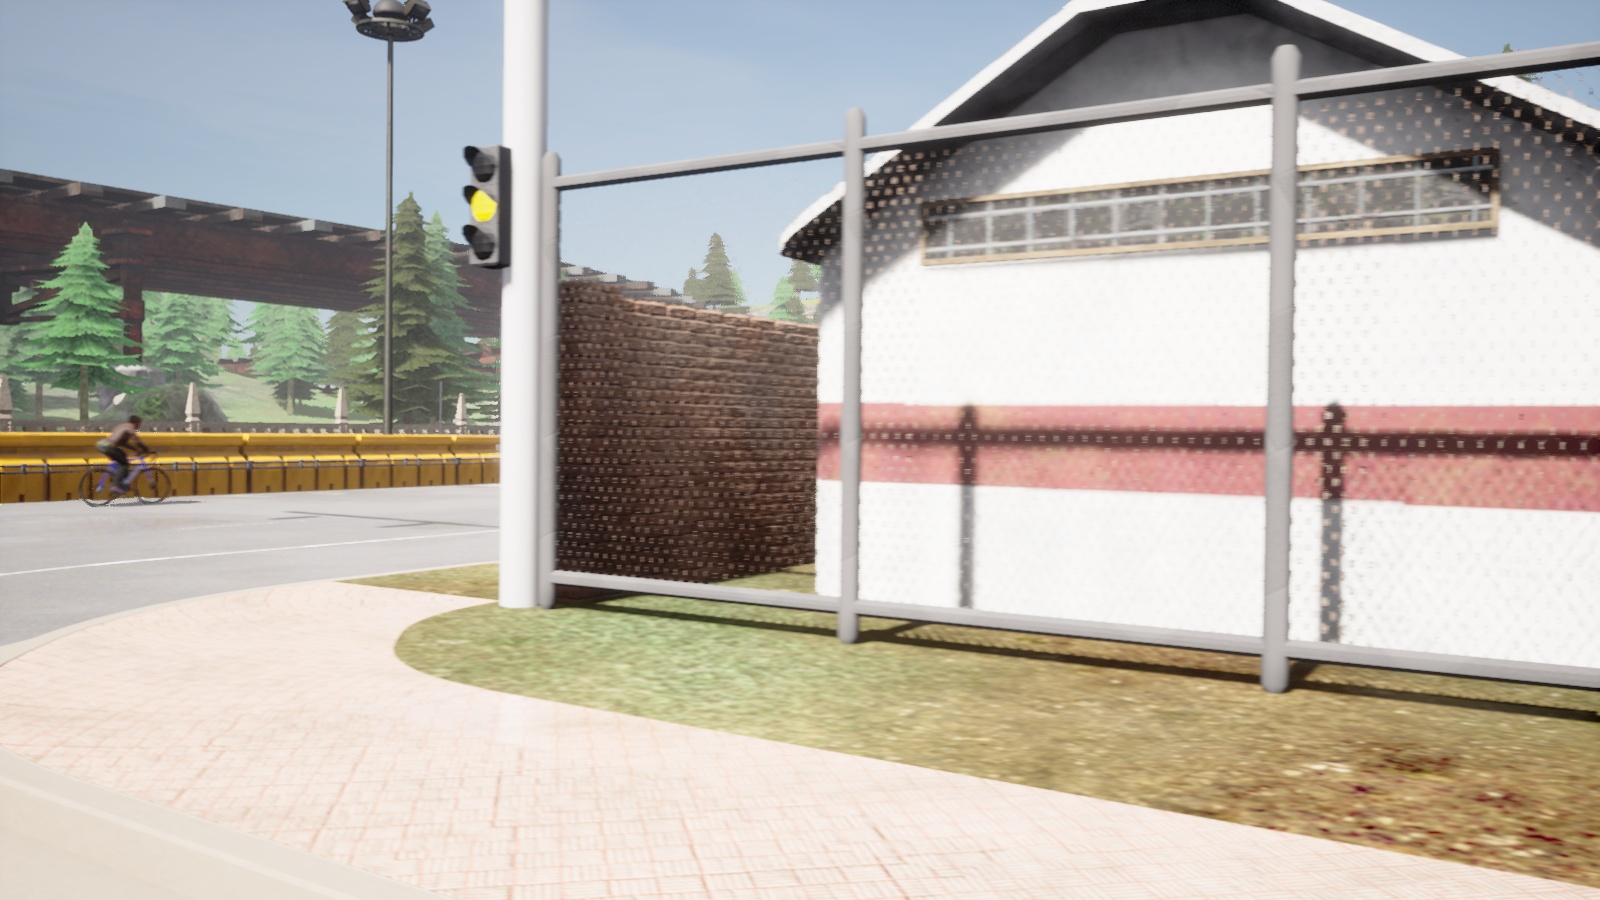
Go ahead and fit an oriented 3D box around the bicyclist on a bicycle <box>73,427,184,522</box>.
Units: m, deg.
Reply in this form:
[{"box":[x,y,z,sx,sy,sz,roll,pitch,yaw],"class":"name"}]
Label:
[{"box":[-11.861,0.406,22.235,0.582,1.620,1.656,0,1,32],"class":"bicyclist on a bicycle"}]
